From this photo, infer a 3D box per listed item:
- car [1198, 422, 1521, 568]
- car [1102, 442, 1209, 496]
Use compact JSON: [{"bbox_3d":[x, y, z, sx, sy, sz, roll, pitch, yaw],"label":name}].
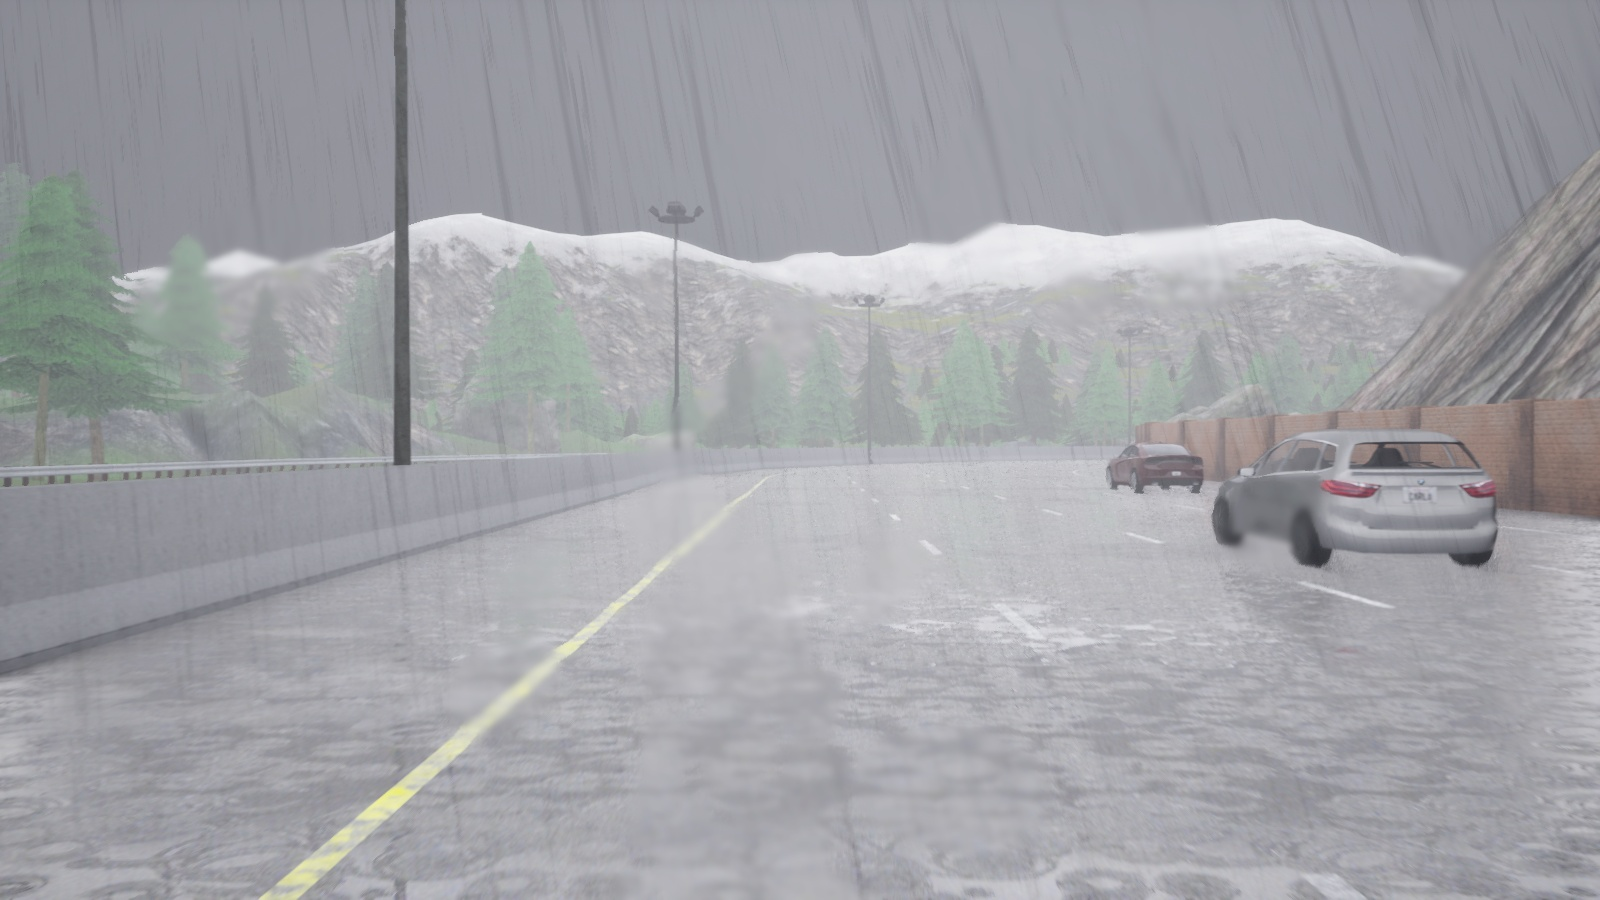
[{"bbox_3d":[7.108,0.502,16.616,2.242,1.667,4.611,0,0,0],"label":"car"},{"bbox_3d":[10.728,0.517,38.293,1.882,1.535,5.008,0,0,0],"label":"car"}]
